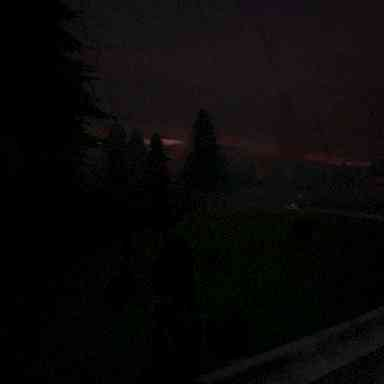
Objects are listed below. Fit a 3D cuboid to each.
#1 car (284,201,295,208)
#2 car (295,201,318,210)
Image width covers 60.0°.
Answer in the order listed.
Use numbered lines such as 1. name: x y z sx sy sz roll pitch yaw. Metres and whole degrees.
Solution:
1. car: 20.103 2.497 67.897 1.812 1.442 4.674 0 -1 0
2. car: 20.115 2.319 57.561 2.128 1.511 4.902 0 -1 0
